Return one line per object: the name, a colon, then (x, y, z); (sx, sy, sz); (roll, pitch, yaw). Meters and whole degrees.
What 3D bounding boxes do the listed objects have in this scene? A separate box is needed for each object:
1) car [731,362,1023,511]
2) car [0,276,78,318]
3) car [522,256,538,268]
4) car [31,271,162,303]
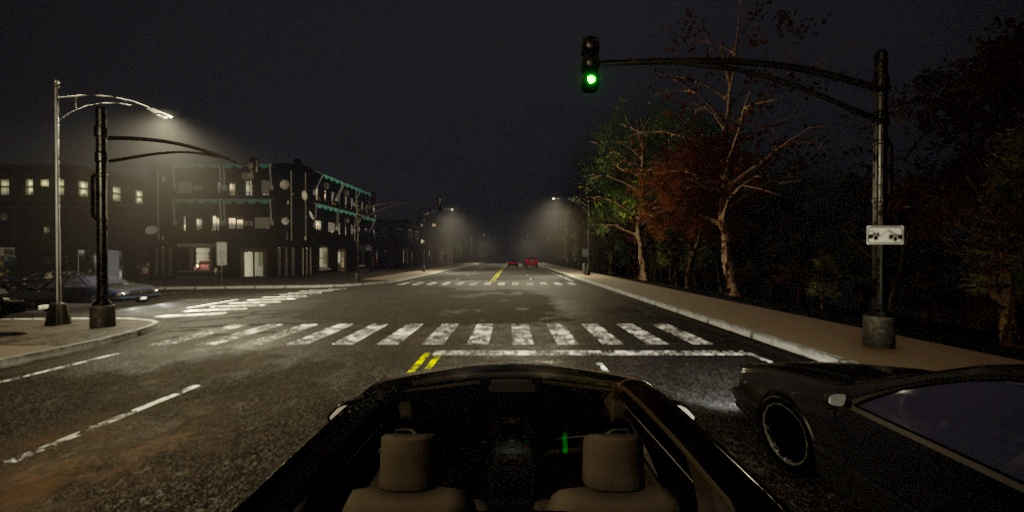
car: (3.328, 1.297, 1.649); (2.033, 1.411, 5.357); (0, 0, 3)
car: (-19.931, 1.589, 13.614); (4.313, 1.339, 1.948); (0, 0, 0)
car: (3.436, 1.079, 63.832); (2.150, 2.045, 5.566); (0, 0, 0)
car: (-19.283, 1.542, 16.340); (5.357, 1.411, 2.033); (-1, 0, 3)
